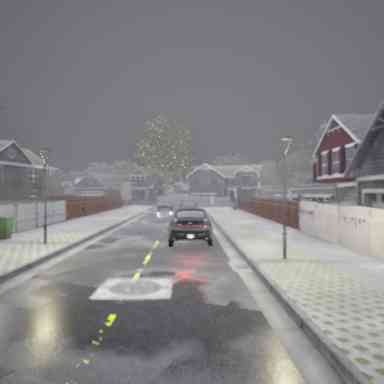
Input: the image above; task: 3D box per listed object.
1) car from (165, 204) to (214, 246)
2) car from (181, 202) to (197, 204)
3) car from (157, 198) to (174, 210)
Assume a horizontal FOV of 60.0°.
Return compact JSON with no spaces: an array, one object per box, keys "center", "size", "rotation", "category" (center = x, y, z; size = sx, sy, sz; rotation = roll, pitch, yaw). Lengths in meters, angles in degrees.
[{"center":[-0.074,1.490,15.233],"size":[1.837,1.490,4.892],"rotation":[0,-1,0],"category":"car"},{"center":[-0.283,1.577,31.609],"size":[1.895,1.301,4.718],"rotation":[0,0,-1],"category":"car"},{"center":[-3.235,1.524,41.369],"size":[1.837,1.490,4.892],"rotation":[0,0,-1],"category":"car"}]
